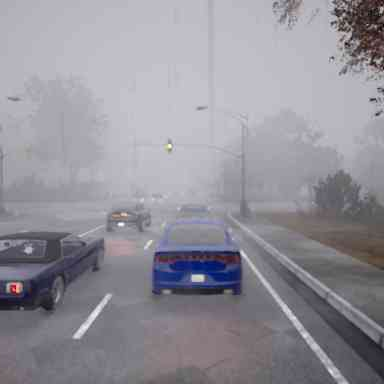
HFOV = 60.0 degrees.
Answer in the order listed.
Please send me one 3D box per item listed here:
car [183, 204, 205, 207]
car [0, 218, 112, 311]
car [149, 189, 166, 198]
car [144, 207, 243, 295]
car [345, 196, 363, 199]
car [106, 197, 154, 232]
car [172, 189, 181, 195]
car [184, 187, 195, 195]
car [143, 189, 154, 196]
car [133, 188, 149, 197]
[{"bbox_3d":[0.108,1.331,18.668,1.994,1.385,4.181,0,1,0],"label":"car"},{"bbox_3d":[-3.395,1.529,7.529,1.895,1.301,4.718,0,1,0],"label":"car"},{"bbox_3d":[-6.995,0.480,67.188,1.882,1.535,5.008,0,1,0],"label":"car"},{"bbox_3d":[0.105,1.393,8.576,1.882,1.535,5.008,0,1,0],"label":"car"},{"bbox_3d":[20.901,0.893,44.355,4.674,1.442,1.812,0,1,-3],"label":"car"},{"bbox_3d":[-3.392,1.276,18.387,1.837,1.490,4.892,0,1,0],"label":"car"},{"bbox_3d":[-3.929,0.150,86.414,2.033,1.411,5.357,0,1,-4],"label":"car"},{"bbox_3d":[-0.433,-0.169,86.550,2.150,2.045,5.566,0,1,-4],"label":"car"},{"bbox_3d":[-10.762,0.061,82.376,2.097,1.767,4.553,0,1,-2],"label":"car"},{"bbox_3d":[-10.488,0.228,66.905,2.150,2.045,5.566,0,1,0],"label":"car"}]
